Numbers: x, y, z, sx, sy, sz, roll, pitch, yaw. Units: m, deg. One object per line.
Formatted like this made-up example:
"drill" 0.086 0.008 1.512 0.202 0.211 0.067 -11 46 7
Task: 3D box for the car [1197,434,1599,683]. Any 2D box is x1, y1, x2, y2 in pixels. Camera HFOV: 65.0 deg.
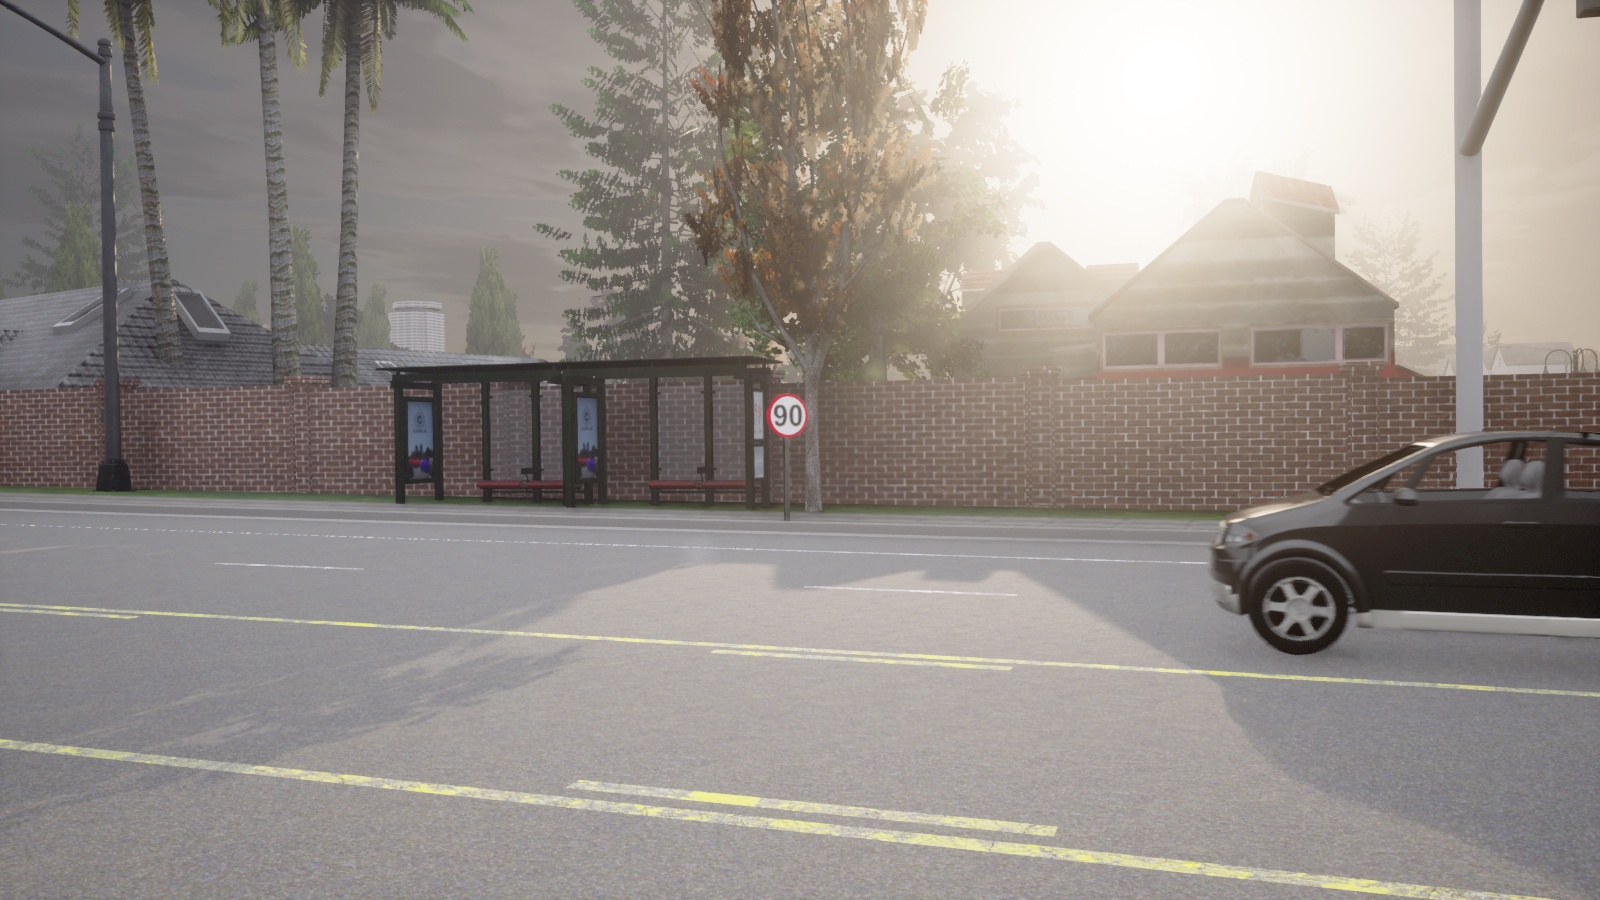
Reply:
"car" 4.804 0.678 8.963 3.705 1.549 1.789 1 1 19
